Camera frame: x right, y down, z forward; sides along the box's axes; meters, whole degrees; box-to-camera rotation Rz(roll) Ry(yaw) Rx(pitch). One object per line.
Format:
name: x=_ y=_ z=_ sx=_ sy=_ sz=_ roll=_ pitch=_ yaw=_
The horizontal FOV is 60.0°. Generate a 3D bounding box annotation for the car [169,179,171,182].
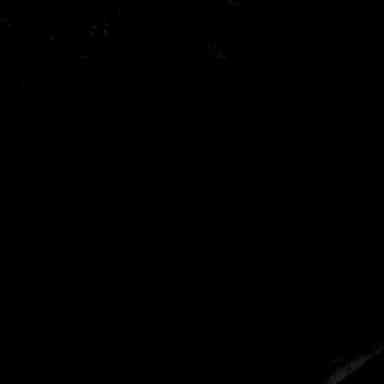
car: x=-6.030 y=-2.597 z=88.023 sx=2.163 sy=1.488 sz=4.792 roll=4 pitch=2 yaw=30

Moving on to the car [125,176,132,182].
car: x=-15.665 y=-3.356 z=93.495 sx=1.946 sy=1.575 sz=5.366 roll=4 pitch=2 yaw=30
